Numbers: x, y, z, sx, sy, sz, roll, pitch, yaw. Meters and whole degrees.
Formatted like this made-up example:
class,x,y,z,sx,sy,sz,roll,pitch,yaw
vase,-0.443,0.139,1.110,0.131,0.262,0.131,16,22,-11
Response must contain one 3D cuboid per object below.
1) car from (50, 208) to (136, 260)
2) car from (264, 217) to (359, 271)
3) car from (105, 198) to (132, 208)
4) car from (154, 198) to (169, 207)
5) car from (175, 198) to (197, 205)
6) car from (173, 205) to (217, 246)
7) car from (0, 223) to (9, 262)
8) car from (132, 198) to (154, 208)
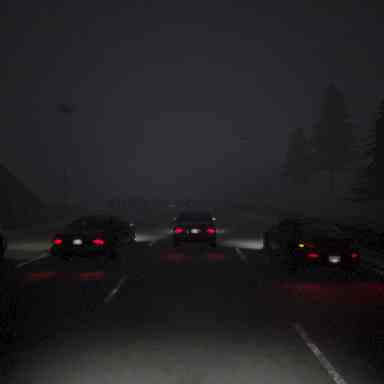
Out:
class,x,y,z,sx,sy,sz,roll,pitch,yaw
car,-3.397,1.534,12.393,2.033,1.411,5.357,0,0,0
car,3.603,1.513,10.702,1.812,1.442,4.674,0,0,0
car,-9.408,1.502,41.128,2.033,1.411,5.357,0,0,-26
car,-5.121,1.546,48.271,1.895,1.301,4.718,0,0,-31
car,-0.933,1.510,47.295,1.994,1.385,4.181,0,0,-26
car,0.105,1.530,15.102,2.033,1.411,5.357,0,0,0
car,-6.900,1.213,8.188,2.150,2.045,5.566,0,0,0
car,-7.843,1.496,46.348,2.033,1.411,5.357,0,0,-34
